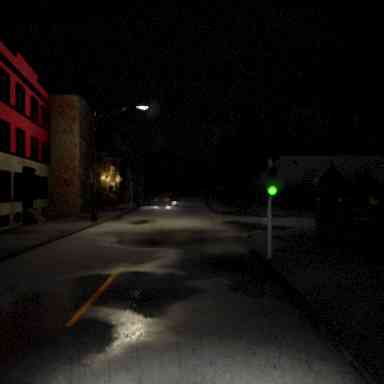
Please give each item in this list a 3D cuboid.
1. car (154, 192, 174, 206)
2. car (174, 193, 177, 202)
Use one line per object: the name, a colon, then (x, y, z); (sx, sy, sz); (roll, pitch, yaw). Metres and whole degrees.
car: (-4.061, 1.040, 46.744); (2.097, 1.767, 4.553); (0, 0, 0)
car: (-3.978, 0.931, 62.805); (2.097, 1.767, 4.553); (0, 0, 1)
